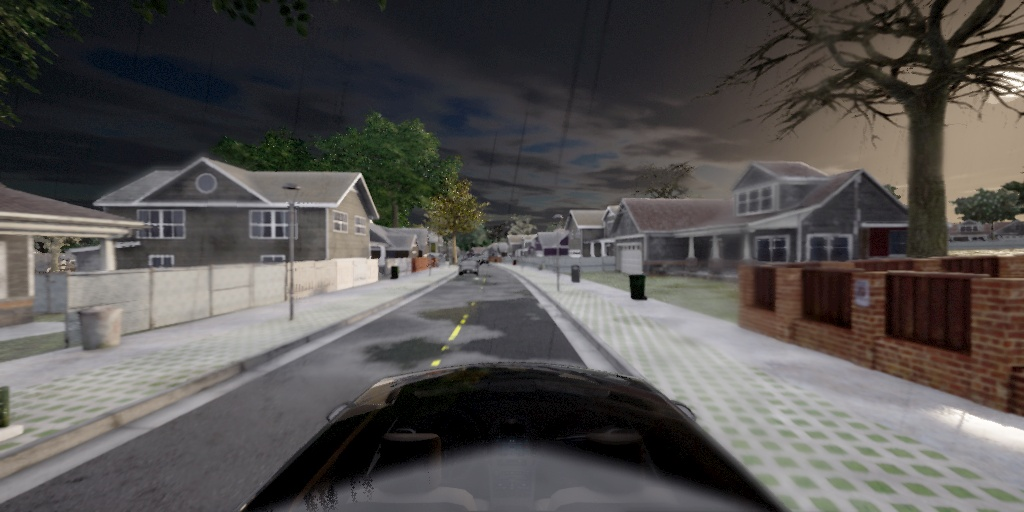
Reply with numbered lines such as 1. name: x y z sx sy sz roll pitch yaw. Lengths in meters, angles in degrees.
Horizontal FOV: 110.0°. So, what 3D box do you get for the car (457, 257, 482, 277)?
1. car: -4.096 1.158 34.604 1.837 1.490 4.892 0 0 -4
